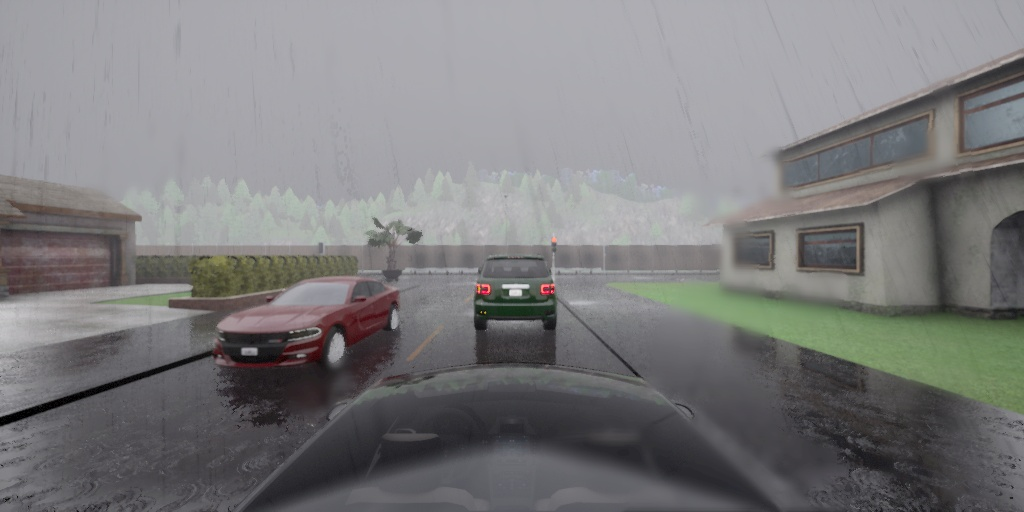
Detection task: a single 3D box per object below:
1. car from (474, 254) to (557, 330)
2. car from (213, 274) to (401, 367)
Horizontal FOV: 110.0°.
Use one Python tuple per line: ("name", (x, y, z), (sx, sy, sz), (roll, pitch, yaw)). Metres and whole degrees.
("car", (0.088, 0.960, 11.153), (2.150, 2.045, 5.566), (0, 0, 0))
("car", (-4.068, 1.220, 8.078), (1.882, 1.535, 5.008), (0, 0, 0))
